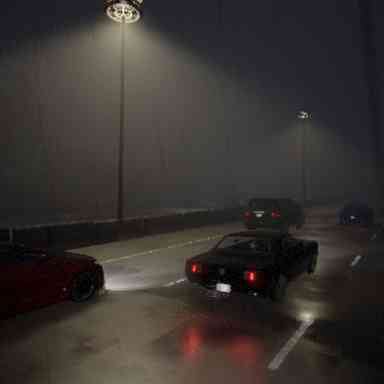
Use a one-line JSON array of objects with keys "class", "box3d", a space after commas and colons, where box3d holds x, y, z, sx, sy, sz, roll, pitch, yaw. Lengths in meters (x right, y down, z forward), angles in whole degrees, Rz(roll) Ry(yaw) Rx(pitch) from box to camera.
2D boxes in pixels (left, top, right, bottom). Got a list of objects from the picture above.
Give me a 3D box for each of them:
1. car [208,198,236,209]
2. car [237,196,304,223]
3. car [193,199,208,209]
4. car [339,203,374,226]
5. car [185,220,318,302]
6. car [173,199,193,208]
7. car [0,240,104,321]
[{"class": "car", "box3d": [4.731, 1.585, 45.420, 2.128, 1.511, 4.902, 0, 0, 34]}, {"class": "car", "box3d": [5.028, 1.327, 19.925, 2.150, 2.045, 5.566, 0, 0, 33]}, {"class": "car", "box3d": [2.521, 1.700, 48.414, 1.895, 1.301, 4.718, 0, 0, 33]}, {"class": "car", "box3d": [12.191, 1.553, 24.528, 1.882, 1.535, 5.008, 0, 0, 33]}, {"class": "car", "box3d": [1.851, 1.664, 8.604, 1.895, 1.301, 4.718, 0, 0, 33]}, {"class": "car", "box3d": [-0.894, 1.725, 49.599, 1.895, 1.301, 4.718, 0, 0, 34]}, {"class": "car", "box3d": [-3.750, 1.619, 6.405, 1.994, 1.385, 4.181, 0, -1, 33]}]
